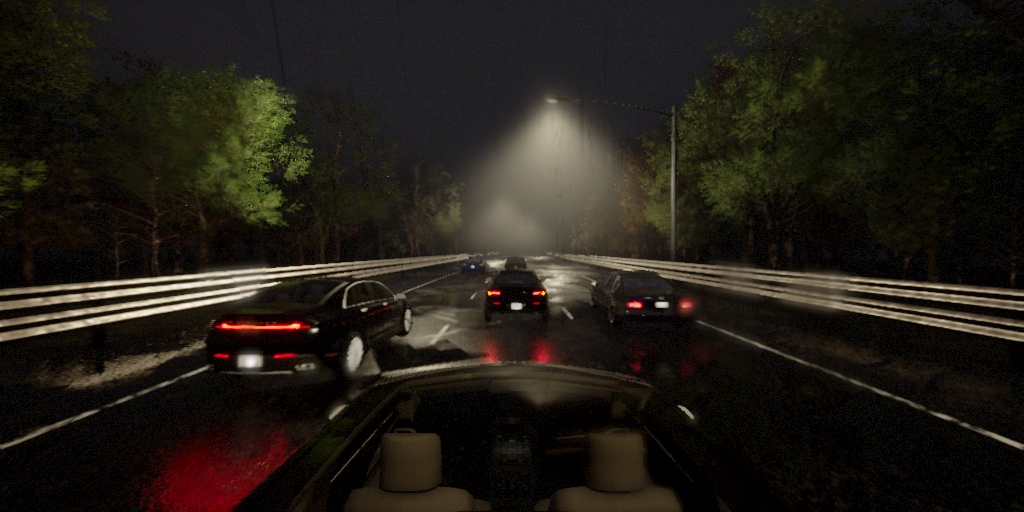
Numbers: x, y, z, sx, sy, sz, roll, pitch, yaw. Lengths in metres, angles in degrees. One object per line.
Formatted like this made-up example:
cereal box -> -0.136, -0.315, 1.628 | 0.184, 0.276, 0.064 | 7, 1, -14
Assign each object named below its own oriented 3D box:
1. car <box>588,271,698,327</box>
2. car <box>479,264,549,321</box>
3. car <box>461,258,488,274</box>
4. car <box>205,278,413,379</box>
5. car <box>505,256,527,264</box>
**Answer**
car -> 3.601, 1.147, 10.870 | 2.033, 1.411, 5.357 | 0, 1, 3
car -> 0.131, 1.115, 11.510 | 1.812, 1.442, 4.674 | 0, 0, 0
car -> -3.175, 0.821, 31.219 | 1.994, 1.385, 4.181 | 0, 1, 1
car -> -3.386, 1.159, 7.083 | 1.837, 1.490, 4.892 | 0, -1, 0
car -> 0.348, 0.709, 32.932 | 1.882, 1.535, 5.008 | 0, 0, 1
